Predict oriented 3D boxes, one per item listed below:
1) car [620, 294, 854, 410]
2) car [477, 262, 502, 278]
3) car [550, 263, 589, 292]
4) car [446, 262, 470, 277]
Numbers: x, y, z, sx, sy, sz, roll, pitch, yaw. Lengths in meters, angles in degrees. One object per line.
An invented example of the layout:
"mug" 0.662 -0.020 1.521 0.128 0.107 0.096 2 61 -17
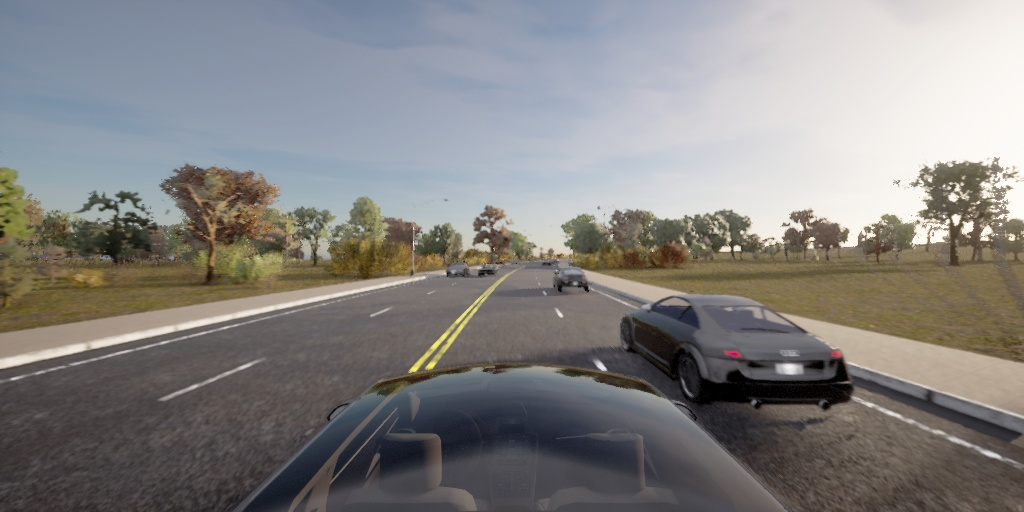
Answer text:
"car" 3.379 1.350 6.356 1.994 1.385 4.181 0 0 0
"car" -2.442 1.542 37.632 1.895 1.301 4.718 0 0 3
"car" 3.653 1.404 22.688 1.812 1.442 4.674 0 0 1
"car" -5.672 1.426 37.973 2.128 1.511 4.902 0 0 3
